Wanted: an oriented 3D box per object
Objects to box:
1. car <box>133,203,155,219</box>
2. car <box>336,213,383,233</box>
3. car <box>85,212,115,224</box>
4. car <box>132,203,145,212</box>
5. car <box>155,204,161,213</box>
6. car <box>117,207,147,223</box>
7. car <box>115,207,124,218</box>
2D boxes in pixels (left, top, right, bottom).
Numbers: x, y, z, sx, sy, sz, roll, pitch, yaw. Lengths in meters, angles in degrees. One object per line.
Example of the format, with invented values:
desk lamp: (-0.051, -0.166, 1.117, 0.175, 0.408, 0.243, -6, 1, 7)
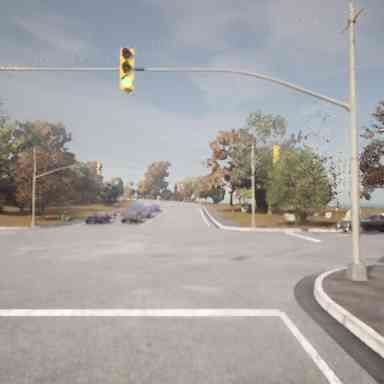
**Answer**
car: (-7.084, 2.888, 48.601, 2.097, 1.767, 4.553, 0, -1, 0)
car: (13.258, 2.328, 24.691, 4.892, 1.490, 1.837, 0, -2, -2)
car: (-10.592, 2.913, 37.777, 1.895, 1.301, 4.718, 0, -2, 0)
car: (-10.495, 2.988, 65.465, 1.882, 1.535, 5.008, 0, 1, 0)
car: (-7.018, 3.018, 62.260, 1.882, 1.535, 5.008, 0, 1, 0)
car: (-7.090, 2.913, 39.675, 2.033, 1.411, 5.357, 0, -2, 0)
car: (-10.579, 3.080, 50.655, 1.812, 1.442, 4.674, 0, 0, 0)
